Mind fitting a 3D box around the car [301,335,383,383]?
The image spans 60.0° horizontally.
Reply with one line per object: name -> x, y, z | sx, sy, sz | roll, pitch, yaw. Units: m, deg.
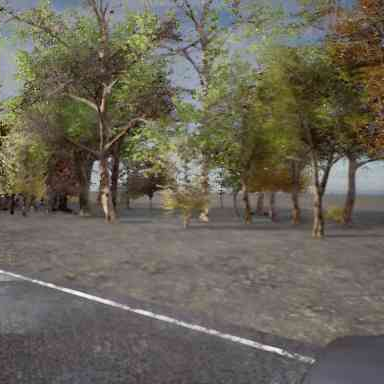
car -> 3.169, 1.532, 1.452 | 5.357, 1.411, 2.033 | -1, 0, 35
